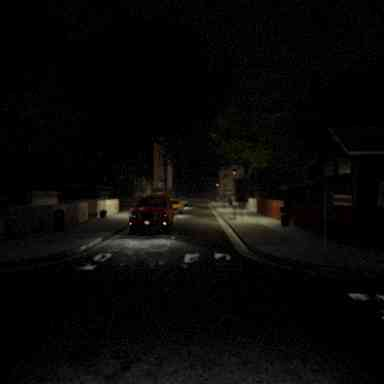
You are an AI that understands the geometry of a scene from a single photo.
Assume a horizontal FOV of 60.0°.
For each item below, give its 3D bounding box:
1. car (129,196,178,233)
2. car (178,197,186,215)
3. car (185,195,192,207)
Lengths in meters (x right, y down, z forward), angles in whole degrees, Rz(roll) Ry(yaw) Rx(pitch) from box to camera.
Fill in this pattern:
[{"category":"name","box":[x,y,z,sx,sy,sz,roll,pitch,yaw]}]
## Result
[{"category":"car","box":[-2.305,1.252,20.270,2.150,2.045,5.566,0,0,1]},{"category":"car","box":[-1.943,1.524,35.345,1.882,1.535,5.008,0,0,2]},{"category":"car","box":[-1.461,1.591,51.718,1.812,1.442,4.674,0,0,2]}]
